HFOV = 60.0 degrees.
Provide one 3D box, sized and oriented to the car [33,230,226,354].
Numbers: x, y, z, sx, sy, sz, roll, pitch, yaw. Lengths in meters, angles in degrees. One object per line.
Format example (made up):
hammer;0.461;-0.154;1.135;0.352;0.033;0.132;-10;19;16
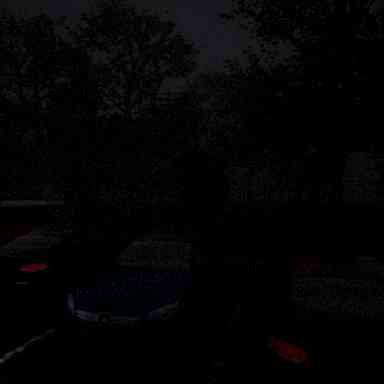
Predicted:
car;-0.491;1.516;6.397;2.002;1.452;4.674;1;0;15

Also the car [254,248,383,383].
car;1.925;1.524;4.710;2.002;1.452;4.674;0;-1;15

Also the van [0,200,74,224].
van;-5.362;1.232;9.691;1.878;1.987;4.442;1;0;14

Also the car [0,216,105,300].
car;-2.900;1.508;8.108;2.002;1.452;4.674;0;-1;15
